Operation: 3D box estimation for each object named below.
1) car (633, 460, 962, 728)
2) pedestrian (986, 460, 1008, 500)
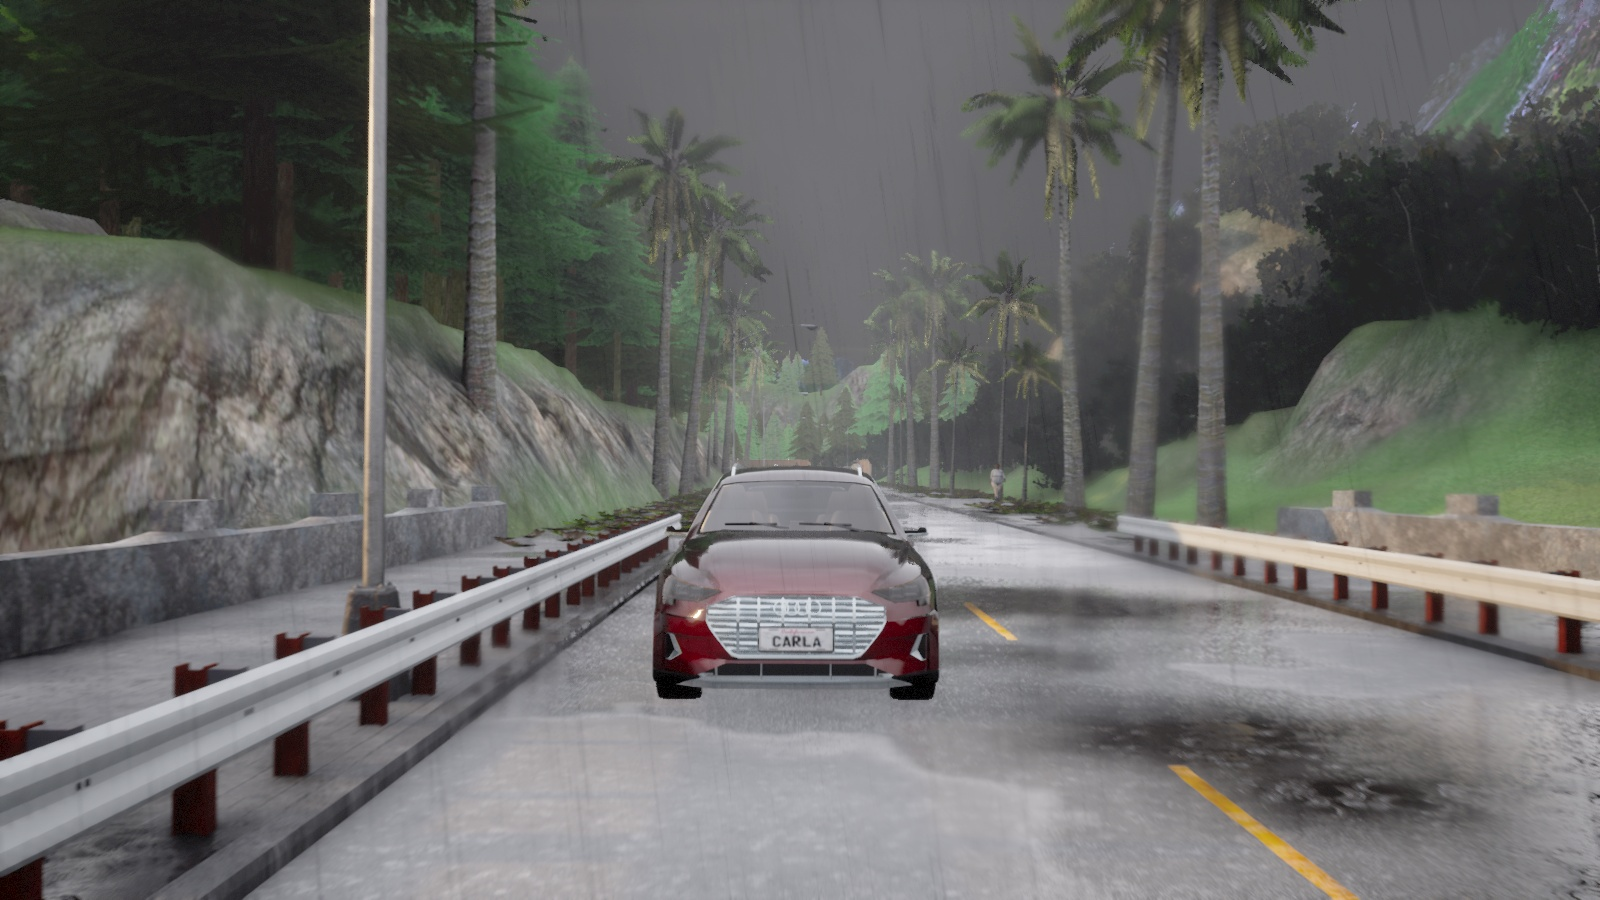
[{"bbox_3d":[-0.022,0.914,10.221,2.033,1.649,4.856,0,0,0],"label":"car"},{"bbox_3d":[9.306,1.415,59.331,0.874,1.855,0.900,0,-1,1],"label":"pedestrian"}]
